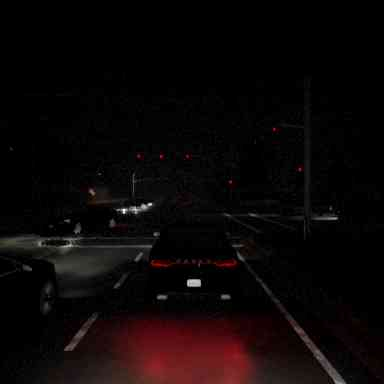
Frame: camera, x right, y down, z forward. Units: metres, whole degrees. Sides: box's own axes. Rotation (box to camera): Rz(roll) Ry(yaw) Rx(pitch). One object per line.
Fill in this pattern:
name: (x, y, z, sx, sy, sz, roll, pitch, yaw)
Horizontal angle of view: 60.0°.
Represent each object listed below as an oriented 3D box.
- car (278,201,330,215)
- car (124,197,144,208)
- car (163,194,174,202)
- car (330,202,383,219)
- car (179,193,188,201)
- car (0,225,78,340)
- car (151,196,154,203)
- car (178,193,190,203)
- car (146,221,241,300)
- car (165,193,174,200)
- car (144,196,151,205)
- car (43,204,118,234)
car: (10.863, 1.585, 32.391, 4.718, 1.301, 1.895, 0, 0, -2)
car: (-8.280, 1.503, 46.460, 1.812, 1.442, 4.674, 0, 0, -1)
car: (-5.422, 1.497, 74.583, 2.033, 1.411, 5.357, 0, 0, -1)
car: (14.759, 1.550, 29.002, 4.181, 1.385, 1.994, 0, 0, -2)
car: (-2.190, 1.184, 85.017, 2.150, 2.045, 5.566, 0, 0, -1)
car: (-3.468, 1.489, 4.428, 2.128, 1.511, 4.902, 0, 0, 0)
car: (-8.744, 1.459, 66.767, 2.128, 1.511, 4.902, 0, 0, -1)
car: (-1.676, 1.181, 68.809, 2.150, 2.045, 5.566, 0, -1, -1)
car: (0.000, 1.474, 8.420, 1.882, 1.535, 5.008, 0, 0, -1)
car: (-5.695, 1.229, 85.188, 2.097, 1.767, 4.553, 0, 0, -1)
car: (-8.533, 1.574, 56.340, 1.895, 1.301, 4.718, 0, 0, -1)
car: (-6.288, 1.468, 19.231, 1.882, 1.535, 5.008, -1, 0, 21)
